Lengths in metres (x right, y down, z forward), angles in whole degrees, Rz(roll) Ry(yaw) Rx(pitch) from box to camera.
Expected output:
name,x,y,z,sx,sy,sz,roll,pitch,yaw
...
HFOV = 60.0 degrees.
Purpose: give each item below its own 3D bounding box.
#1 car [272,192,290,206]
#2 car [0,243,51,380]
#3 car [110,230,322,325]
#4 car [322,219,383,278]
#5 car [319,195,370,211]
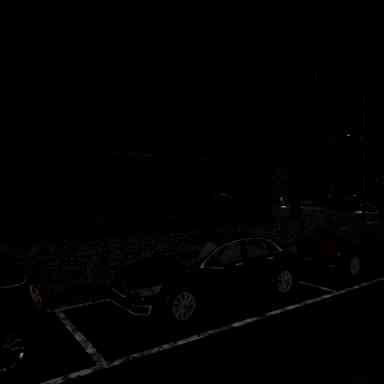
name,x,y,z,sx,sy,sz,roll,pitch,yaw
car,10.182,0.833,41.316,2.097,1.767,4.553,0,1,-35
car,-3.960,1.440,3.827,4.097,1.590,1.967,0,0,-35
car,0.485,1.551,6.993,4.403,1.369,2.008,0,0,-35
car,4.930,1.544,10.159,4.507,1.381,1.887,0,0,-35
car,15.442,1.134,33.957,1.882,1.535,5.008,0,1,-35
